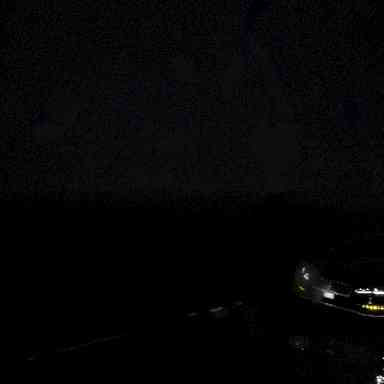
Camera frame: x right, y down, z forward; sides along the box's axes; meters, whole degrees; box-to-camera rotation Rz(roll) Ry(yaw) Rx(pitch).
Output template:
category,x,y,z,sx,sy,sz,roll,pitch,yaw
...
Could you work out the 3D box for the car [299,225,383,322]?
category,x,y,z,sx,sy,sz,roll,pitch,yaw
car,4.298,1.499,7.056,4.892,1.490,1.837,0,0,-35
